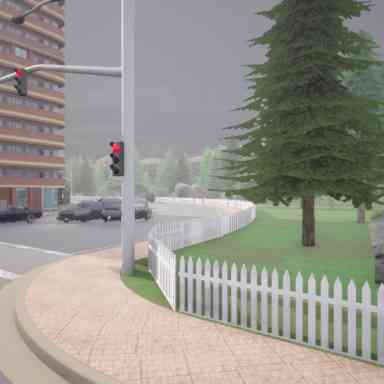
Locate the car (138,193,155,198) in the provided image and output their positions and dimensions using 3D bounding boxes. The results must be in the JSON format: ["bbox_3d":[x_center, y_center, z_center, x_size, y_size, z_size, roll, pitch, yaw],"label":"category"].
[{"bbox_3d":[-9.594,1.165,66.457,2.150,2.045,5.566,0,0,-40],"label":"car"}]

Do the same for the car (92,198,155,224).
[{"bbox_3d":[-4.525,1.436,23.647,2.128,1.511,4.902,0,0,19],"label":"car"}]

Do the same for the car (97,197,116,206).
[{"bbox_3d":[-14.059,1.509,54.521,1.994,1.385,4.181,0,0,-29],"label":"car"}]

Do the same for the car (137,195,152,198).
[{"bbox_3d":[-6.943,1.470,44.943,1.812,1.442,4.674,0,0,-13],"label":"car"}]

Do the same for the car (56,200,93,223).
[{"bbox_3d":[-7.822,1.492,25.309,2.033,1.411,5.357,0,0,17],"label":"car"}]

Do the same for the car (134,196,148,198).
[{"bbox_3d":[-6.189,1.470,34.752,1.812,1.442,4.674,0,0,3],"label":"car"}]

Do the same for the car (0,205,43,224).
[{"bbox_3d":[-12.708,1.545,22.629,1.895,1.301,4.718,0,0,23],"label":"car"}]

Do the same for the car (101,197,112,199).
[{"bbox_3d":[-9.904,1.492,31.861,2.033,1.411,5.357,0,0,8],"label":"car"}]
